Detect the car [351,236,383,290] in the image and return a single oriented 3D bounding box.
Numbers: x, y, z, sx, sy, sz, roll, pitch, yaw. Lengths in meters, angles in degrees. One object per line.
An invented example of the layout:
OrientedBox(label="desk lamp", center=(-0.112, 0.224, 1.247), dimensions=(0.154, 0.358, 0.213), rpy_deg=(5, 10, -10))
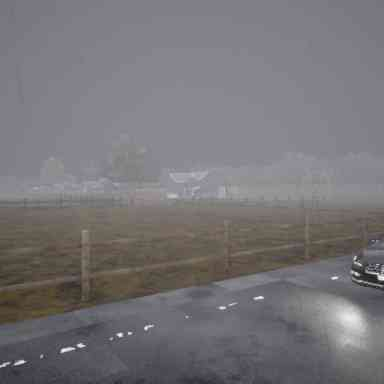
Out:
OrientedBox(label="car", center=(5.836, 1.497, 8.142), dimensions=(4.892, 1.490, 1.837), rpy_deg=(0, 0, -35))
